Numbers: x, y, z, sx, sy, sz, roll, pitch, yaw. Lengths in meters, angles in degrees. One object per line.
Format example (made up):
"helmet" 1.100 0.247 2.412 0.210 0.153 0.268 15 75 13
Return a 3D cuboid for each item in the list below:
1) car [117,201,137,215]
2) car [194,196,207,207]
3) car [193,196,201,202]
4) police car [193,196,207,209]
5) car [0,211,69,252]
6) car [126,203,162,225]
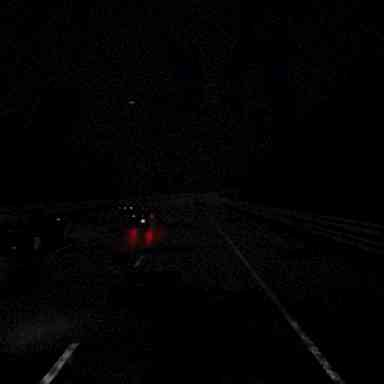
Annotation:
"car" -6.848 1.711 36.795 2.033 1.411 5.357 0 0 0
"car" 1.514 1.621 59.405 2.097 1.767 4.553 0 0 2
"car" 1.334 1.719 83.192 1.882 1.535 5.008 0 0 3
"police car" 1.288 1.650 49.623 1.930 1.638 5.238 0 0 1
"car" -6.891 1.541 14.158 1.882 1.535 5.008 0 0 0
"car" -3.384 1.713 25.228 1.895 1.301 4.718 0 0 0
